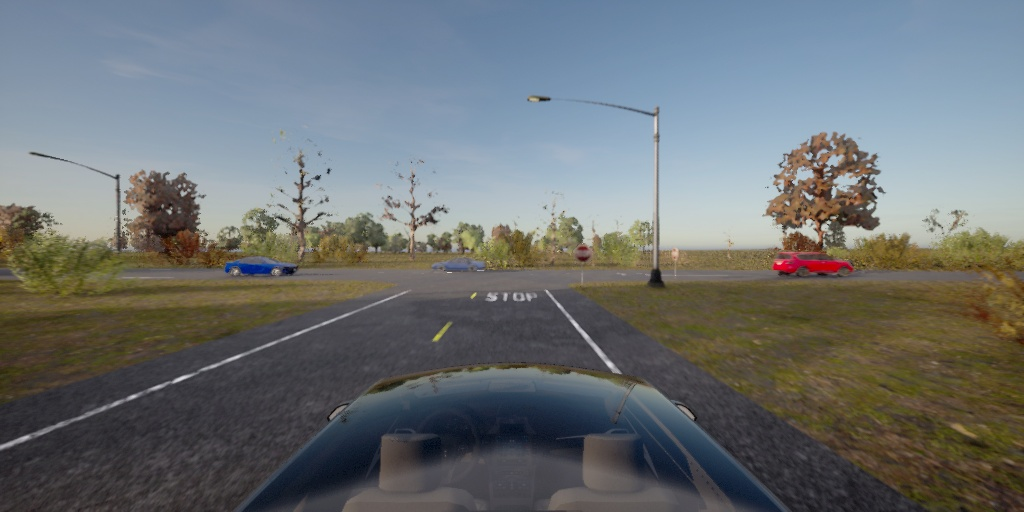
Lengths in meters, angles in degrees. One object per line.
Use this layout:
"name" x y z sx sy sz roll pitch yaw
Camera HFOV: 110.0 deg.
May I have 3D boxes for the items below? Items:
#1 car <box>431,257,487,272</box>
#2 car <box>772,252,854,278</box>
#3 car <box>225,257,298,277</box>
"car" -5.206 0.841 35.515 5.357 1.411 2.033 0 1 -1
"car" 24.450 0.709 29.295 5.566 2.045 2.150 0 1 -2
"car" -19.565 0.811 28.110 5.008 1.535 1.882 0 1 -2
